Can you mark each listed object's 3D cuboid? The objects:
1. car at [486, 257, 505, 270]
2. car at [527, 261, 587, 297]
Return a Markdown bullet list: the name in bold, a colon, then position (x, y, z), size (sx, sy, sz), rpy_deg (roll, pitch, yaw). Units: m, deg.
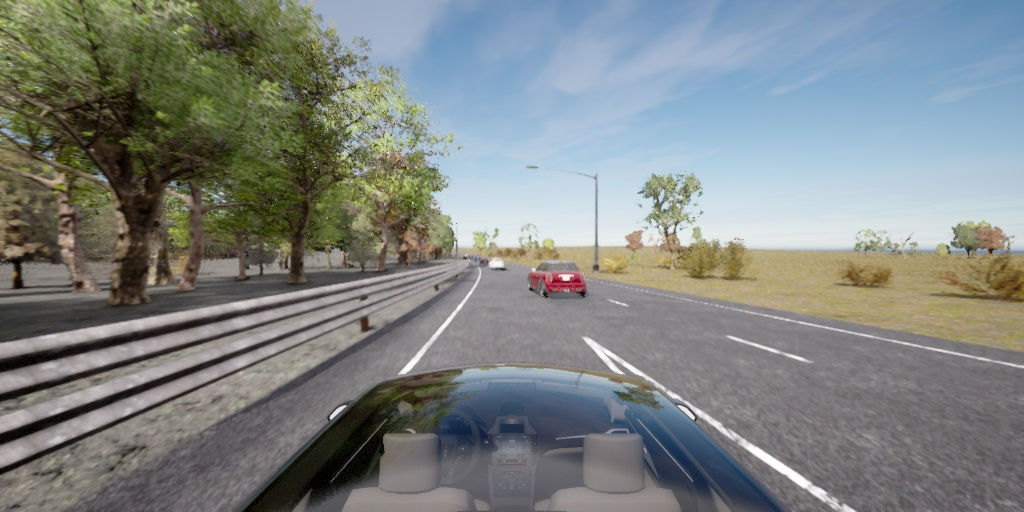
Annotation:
- **car**: position (-2.023, 1.040, 46.934), size (1.812, 1.442, 4.674), rpy_deg (0, 0, -8)
- **car**: position (2.137, 1.018, 18.237), size (2.097, 1.767, 4.553), rpy_deg (0, 0, -8)
